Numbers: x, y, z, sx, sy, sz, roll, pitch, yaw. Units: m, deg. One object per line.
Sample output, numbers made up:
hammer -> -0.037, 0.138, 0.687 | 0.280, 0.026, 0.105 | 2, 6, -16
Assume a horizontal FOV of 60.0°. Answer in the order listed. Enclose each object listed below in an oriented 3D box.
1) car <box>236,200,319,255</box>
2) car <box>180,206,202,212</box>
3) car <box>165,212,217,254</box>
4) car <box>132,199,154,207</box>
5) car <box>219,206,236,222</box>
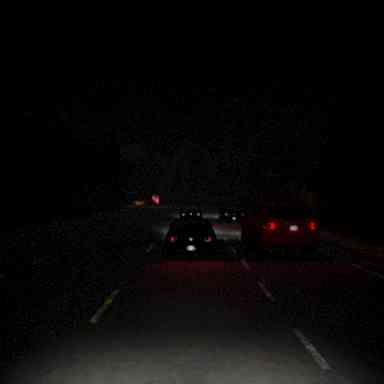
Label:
car -> 3.463, 1.348, 14.048 | 2.150, 2.045, 5.566 | 0, 0, 0
car -> -0.085, 1.873, 29.113 | 1.895, 1.301, 4.718 | 0, 0, 0
car -> -0.037, 1.733, 14.114 | 1.895, 1.301, 4.718 | 0, 0, 0
car -> -9.811, 2.102, 66.774 | 5.008, 1.535, 1.882 | 0, -1, 36
car -> 3.415, 1.873, 29.124 | 1.895, 1.301, 4.718 | 0, 0, 0
